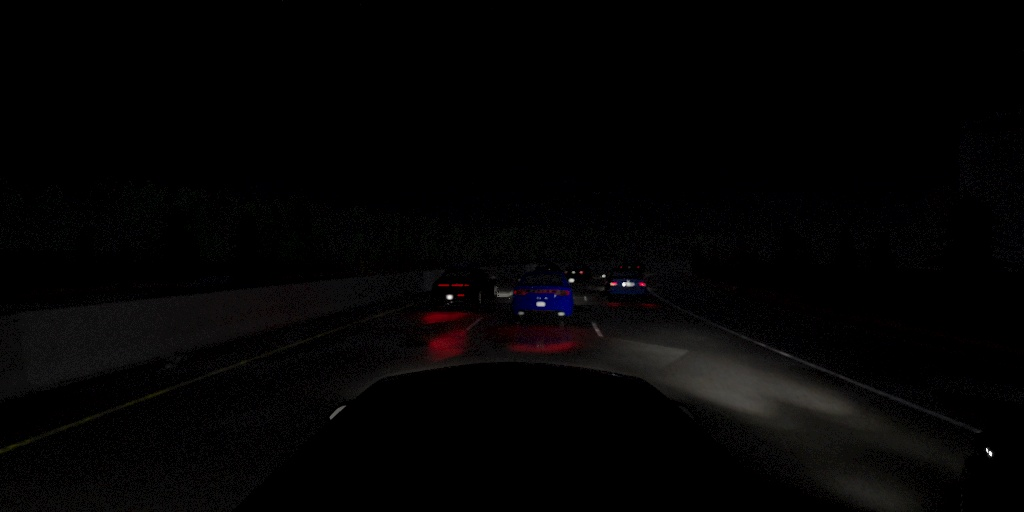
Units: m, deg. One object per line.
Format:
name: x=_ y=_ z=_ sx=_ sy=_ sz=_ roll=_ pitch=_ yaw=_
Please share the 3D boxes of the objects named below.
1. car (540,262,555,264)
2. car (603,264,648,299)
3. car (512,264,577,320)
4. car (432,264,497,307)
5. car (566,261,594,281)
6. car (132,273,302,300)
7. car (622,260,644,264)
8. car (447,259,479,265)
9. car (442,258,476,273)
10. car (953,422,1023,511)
car: x=3.387 y=1.326 z=34.046 sx=1.812 sy=1.442 sz=4.674 roll=0 pitch=0 yaw=21
car: x=5.734 y=1.310 z=18.428 sx=2.033 sy=1.411 sz=5.357 roll=0 pitch=0 yaw=13
car: x=1.178 y=1.232 z=12.737 sx=1.882 sy=1.535 sz=5.008 roll=0 pitch=0 yaw=8
car: x=-1.902 y=1.260 z=15.575 sx=1.837 sy=1.490 sz=4.892 roll=0 pitch=0 yaw=9
car: x=5.733 y=1.336 z=30.586 sx=2.033 sy=1.411 sz=5.357 roll=0 pitch=0 yaw=21
car: x=-9.698 y=1.290 z=12.443 sx=2.033 sy=1.411 sz=5.357 roll=0 pitch=0 yaw=7
car: x=12.563 y=1.158 z=37.331 sx=2.097 sy=1.767 sz=4.553 roll=0 pitch=0 yaw=26
car: x=-5.211 y=1.308 z=41.072 sx=1.882 sy=1.535 sz=5.008 roll=0 pitch=0 yaw=25
car: x=-6.706 y=1.207 z=46.073 sx=2.097 sy=1.767 sz=4.553 roll=0 pitch=0 yaw=26
car: x=3.699 y=1.249 z=0.164 sx=2.128 sy=1.511 sz=4.902 roll=0 pitch=0 yaw=0
